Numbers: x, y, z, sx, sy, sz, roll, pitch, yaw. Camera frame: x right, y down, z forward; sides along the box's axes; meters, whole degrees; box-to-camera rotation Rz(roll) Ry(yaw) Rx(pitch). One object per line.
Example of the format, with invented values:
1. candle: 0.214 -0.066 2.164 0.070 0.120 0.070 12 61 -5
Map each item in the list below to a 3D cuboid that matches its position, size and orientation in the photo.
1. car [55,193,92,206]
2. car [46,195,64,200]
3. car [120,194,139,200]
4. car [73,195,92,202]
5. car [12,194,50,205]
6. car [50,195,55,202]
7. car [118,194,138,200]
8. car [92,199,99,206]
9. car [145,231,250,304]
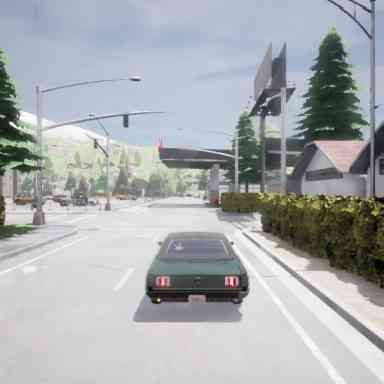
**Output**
1. car: -16.751 1.077 47.274 3.866 1.878 1.905 0 0 0
2. car: -35.060 1.384 84.905 3.806 1.475 1.970 0 0 0
3. car: -16.463 1.339 87.995 4.514 1.523 2.007 0 0 0
4. car: -24.004 1.319 72.971 3.633 1.501 1.845 0 0 0
5. car: -24.637 1.097 50.518 4.605 1.855 1.932 0 0 0
6. car: -23.992 1.298 62.979 4.514 1.523 2.007 0 0 0
7. car: -16.394 1.330 84.859 5.027 1.636 2.152 0 0 0
8. car: -16.158 1.361 50.602 3.806 1.475 1.970 0 0 0
9. car: 0.099 1.601 8.088 1.895 1.301 4.718 0 0 0
